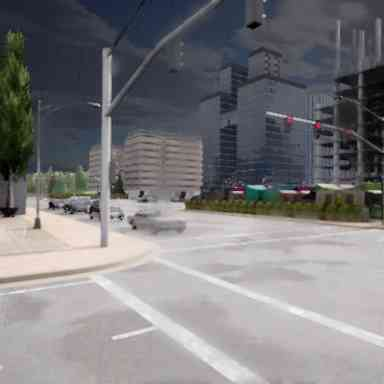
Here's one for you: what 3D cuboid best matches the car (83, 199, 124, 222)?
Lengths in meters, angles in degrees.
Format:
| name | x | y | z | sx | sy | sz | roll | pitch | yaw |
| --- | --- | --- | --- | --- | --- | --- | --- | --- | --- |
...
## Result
| name | x | y | z | sx | sy | sz | roll | pitch | yaw |
| --- | --- | --- | --- | --- | --- | --- | --- | --- | --- |
| car | -7.216 | 1.621 | 27.867 | 2.128 | 1.511 | 4.902 | 1 | -1 | -33 |

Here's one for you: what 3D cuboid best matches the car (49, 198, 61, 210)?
| name | x | y | z | sx | sy | sz | roll | pitch | yaw |
| --- | --- | --- | --- | --- | --- | --- | --- | --- | --- |
| car | -18.124 | 1.636 | 45.015 | 2.128 | 1.511 | 4.902 | 1 | -1 | -32 |

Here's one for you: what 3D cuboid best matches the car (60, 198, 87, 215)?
| name | x | y | z | sx | sy | sz | roll | pitch | yaw |
| --- | --- | --- | --- | --- | --- | --- | --- | --- | --- |
| car | -12.669 | 1.641 | 36.415 | 1.837 | 1.490 | 4.892 | 1 | 0 | -32 |

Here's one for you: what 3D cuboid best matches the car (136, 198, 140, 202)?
| name | x | y | z | sx | sy | sz | roll | pitch | yaw |
| --- | --- | --- | --- | --- | --- | --- | --- | --- | --- |
| car | -10.939 | 1.628 | 79.889 | 4.605 | 1.855 | 1.932 | 1 | -1 | -34 |

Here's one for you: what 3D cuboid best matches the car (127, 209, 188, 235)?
| name | x | y | z | sx | sy | sz | roll | pitch | yaw |
| --- | --- | --- | --- | --- | --- | --- | --- | --- | --- |
| car | -2.176 | 1.724 | 19.972 | 1.895 | 1.301 | 4.718 | 1 | -1 | -33 |

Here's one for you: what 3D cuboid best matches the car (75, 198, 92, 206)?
| name | x | y | z | sx | sy | sz | roll | pitch | yaw |
| --- | --- | --- | --- | --- | --- | --- | --- | --- | --- |
| car | -19.878 | 1.808 | 61.052 | 1.994 | 1.385 | 4.181 | 1 | -1 | -33 |

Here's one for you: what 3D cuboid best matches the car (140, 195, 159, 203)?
| name | x | y | z | sx | sy | sz | roll | pitch | yaw |
| --- | --- | --- | --- | --- | --- | --- | --- | --- | --- |
| car | -9.364 | 1.629 | 77.461 | 3.866 | 1.878 | 1.905 | 1 | -1 | -34 |

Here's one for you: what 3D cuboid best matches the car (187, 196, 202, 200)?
| name | x | y | z | sx | sy | sz | roll | pitch | yaw |
| --- | --- | --- | --- | --- | --- | --- | --- | --- | --- |
| car | 1.652 | 1.623 | 61.220 | 3.866 | 1.878 | 1.905 | 1 | -1 | -34 |
